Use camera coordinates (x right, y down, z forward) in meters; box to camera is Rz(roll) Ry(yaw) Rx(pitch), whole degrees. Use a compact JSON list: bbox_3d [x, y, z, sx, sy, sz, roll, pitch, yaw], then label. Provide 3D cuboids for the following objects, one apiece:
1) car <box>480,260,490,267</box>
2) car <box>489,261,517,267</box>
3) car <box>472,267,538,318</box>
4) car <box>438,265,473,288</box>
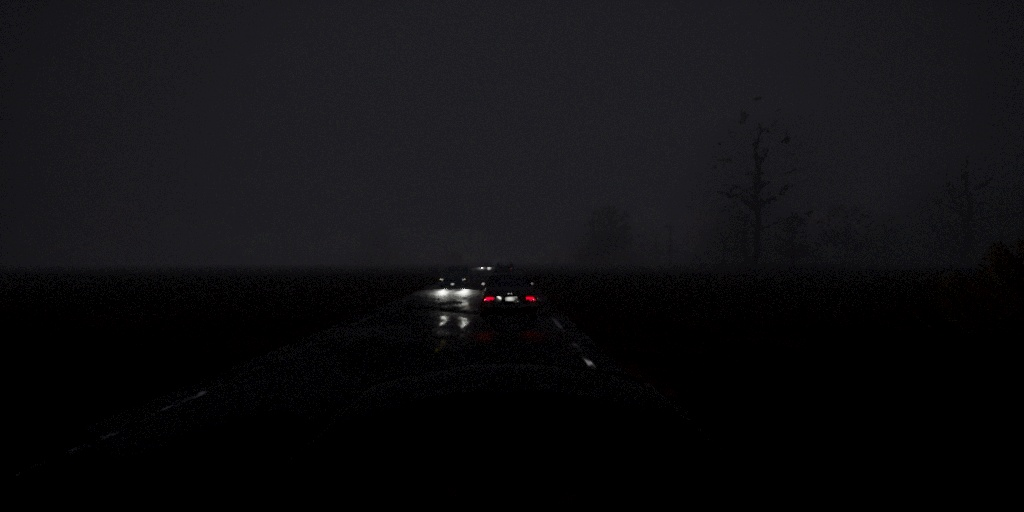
[{"bbox_3d":[-4.654,1.328,64.020,1.994,1.385,4.181,0,0,-1],"label":"car"},{"bbox_3d":[-0.630,1.247,31.416,2.128,1.511,4.902,0,0,-2],"label":"car"},{"bbox_3d":[-0.128,1.299,12.924,2.033,1.411,5.357,0,0,-2],"label":"car"},{"bbox_3d":[-3.631,1.307,24.127,2.033,1.411,5.357,0,0,-2],"label":"car"}]
